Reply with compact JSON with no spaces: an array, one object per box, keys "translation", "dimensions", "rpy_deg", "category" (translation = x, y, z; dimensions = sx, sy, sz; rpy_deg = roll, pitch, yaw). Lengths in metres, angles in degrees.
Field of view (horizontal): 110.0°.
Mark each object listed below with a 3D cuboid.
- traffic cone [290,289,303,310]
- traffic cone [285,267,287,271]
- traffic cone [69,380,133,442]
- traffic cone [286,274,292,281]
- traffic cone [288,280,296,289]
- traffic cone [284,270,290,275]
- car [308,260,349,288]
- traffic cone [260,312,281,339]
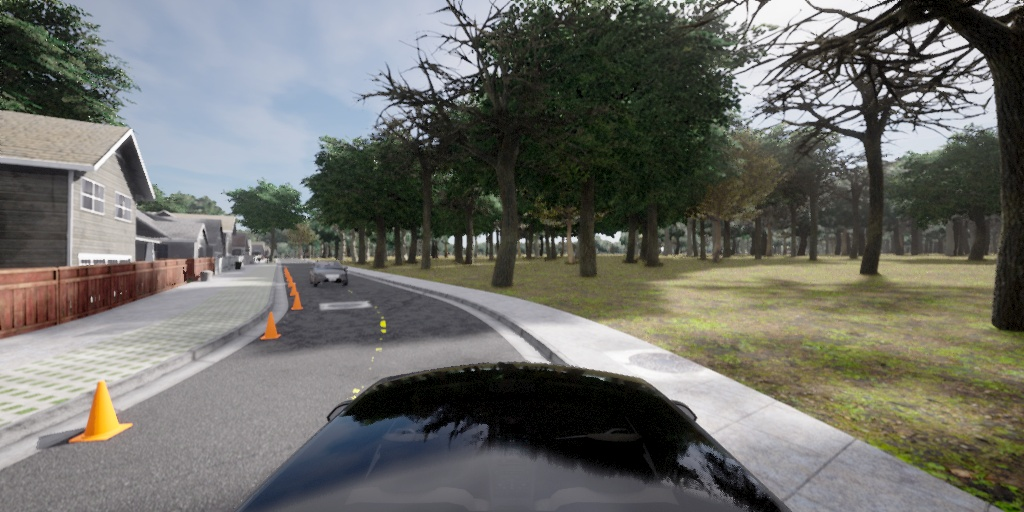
[{"translation":[-7.506,1.550,12.529],"dimensions":[0.340,0.580,0.340],"rpy_deg":[0,0,-29],"category":"traffic cone"},{"translation":[-18.272,1.438,29.207],"dimensions":[0.340,0.580,0.340],"rpy_deg":[0,0,-33],"category":"traffic cone"},{"translation":[-4.533,1.671,3.966],"dimensions":[0.340,0.580,0.340],"rpy_deg":[0,0,-9],"category":"traffic cone"},{"translation":[-12.828,1.487,20.817],"dimensions":[0.340,0.580,0.340],"rpy_deg":[0,0,-33],"category":"traffic cone"},{"translation":[-10.105,1.513,16.622],"dimensions":[0.340,0.580,0.340],"rpy_deg":[0,0,-33],"category":"traffic cone"},{"translation":[-15.551,1.463,25.011],"dimensions":[0.340,0.580,0.340],"rpy_deg":[0,0,-33],"category":"traffic cone"},{"translation":[-11.337,1.036,22.061],"dimensions":[2.128,1.511,4.902],"rpy_deg":[0,0,-33],"category":"car"},{"translation":[-5.633,1.604,8.382],"dimensions":[0.340,0.580,0.340],"rpy_deg":[0,0,-19],"category":"traffic cone"}]
